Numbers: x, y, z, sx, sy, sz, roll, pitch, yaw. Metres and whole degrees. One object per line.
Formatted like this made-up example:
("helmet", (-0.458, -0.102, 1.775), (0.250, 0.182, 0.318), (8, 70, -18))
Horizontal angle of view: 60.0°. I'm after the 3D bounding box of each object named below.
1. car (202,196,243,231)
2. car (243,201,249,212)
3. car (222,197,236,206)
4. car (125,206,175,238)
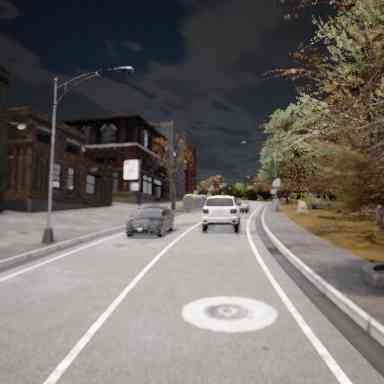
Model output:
("car", (1.948, 1.266, 21.304), (2.150, 2.045, 5.566), (-1, 0, 9))
("car", (5.727, 1.669, 39.212), (1.895, 1.301, 4.718), (-1, 0, 13))
("car", (6.568, 1.677, 58.638), (1.837, 1.490, 4.892), (-1, 0, 14))
("car", (-2.190, 1.581, 18.396), (1.837, 1.490, 4.892), (-1, 0, 8))
